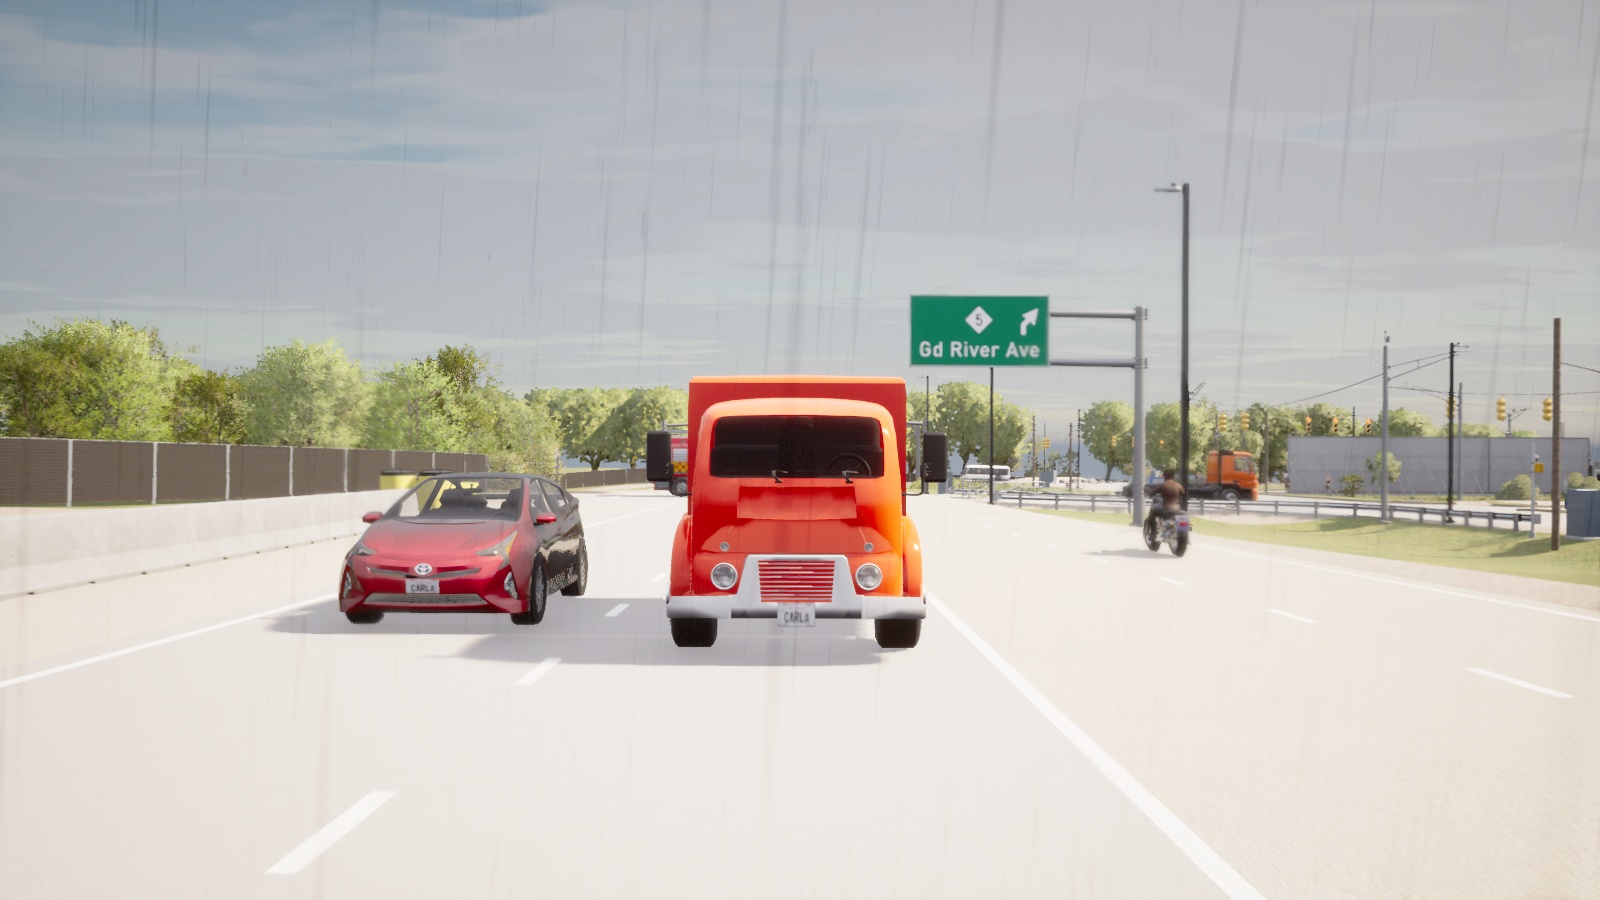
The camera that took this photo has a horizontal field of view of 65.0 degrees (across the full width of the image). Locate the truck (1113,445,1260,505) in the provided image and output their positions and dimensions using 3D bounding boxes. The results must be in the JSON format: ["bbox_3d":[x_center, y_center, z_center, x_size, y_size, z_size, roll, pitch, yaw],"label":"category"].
[{"bbox_3d":[23.326,1.503,76.065,7.936,3.462,2.891,1,-1,-1],"label":"truck"}]

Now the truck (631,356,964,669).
[{"bbox_3d":[-0.031,0.533,12.549,2.627,2.467,5.204,0,-1,0],"label":"truck"}]

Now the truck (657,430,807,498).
[{"bbox_3d":[-3.846,0.820,72.419,8.468,3.827,2.891,0,-1,0],"label":"truck"}]

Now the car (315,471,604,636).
[{"bbox_3d":[-3.532,1.003,13.992,2.007,1.525,4.514,0,-1,0],"label":"car"}]

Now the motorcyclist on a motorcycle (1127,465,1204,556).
[{"bbox_3d":[6.944,1.122,23.990,0.766,1.649,2.350,0,-1,0],"label":"motorcyclist on a motorcycle"}]
